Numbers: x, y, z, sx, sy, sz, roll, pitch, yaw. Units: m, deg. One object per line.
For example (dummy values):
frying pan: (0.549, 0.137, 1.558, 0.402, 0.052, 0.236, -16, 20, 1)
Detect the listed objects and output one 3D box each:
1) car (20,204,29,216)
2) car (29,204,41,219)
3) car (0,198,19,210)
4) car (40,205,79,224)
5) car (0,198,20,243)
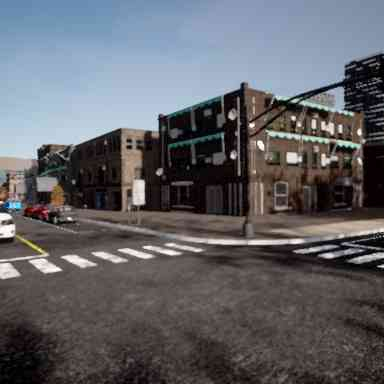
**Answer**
car: (-16.904, 1.939, 35.857, 1.802, 1.307, 4.206, -2, 0, -35)
car: (-13.696, 1.877, 31.347, 1.802, 1.307, 4.206, -2, 0, -35)
car: (-29.747, 1.912, 53.896, 2.192, 1.841, 5.009, -2, 0, -35)
car: (-10.488, 1.783, 26.837, 2.008, 1.369, 4.403, -2, 0, -35)
car: (-10.494, 1.443, 16.869, 2.150, 2.045, 5.566, -1, 0, -35)
